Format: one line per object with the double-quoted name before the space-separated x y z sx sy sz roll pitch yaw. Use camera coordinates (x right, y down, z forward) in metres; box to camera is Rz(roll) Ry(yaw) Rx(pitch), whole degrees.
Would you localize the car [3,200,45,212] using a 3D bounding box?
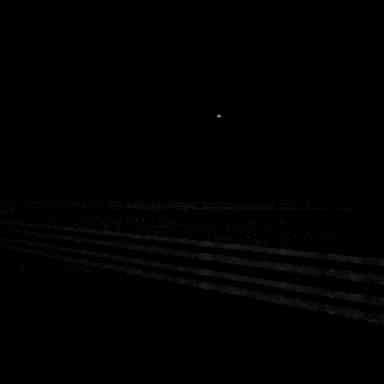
"car" -21.339 1.774 42.308 5.357 1.411 2.033 0 0 16
